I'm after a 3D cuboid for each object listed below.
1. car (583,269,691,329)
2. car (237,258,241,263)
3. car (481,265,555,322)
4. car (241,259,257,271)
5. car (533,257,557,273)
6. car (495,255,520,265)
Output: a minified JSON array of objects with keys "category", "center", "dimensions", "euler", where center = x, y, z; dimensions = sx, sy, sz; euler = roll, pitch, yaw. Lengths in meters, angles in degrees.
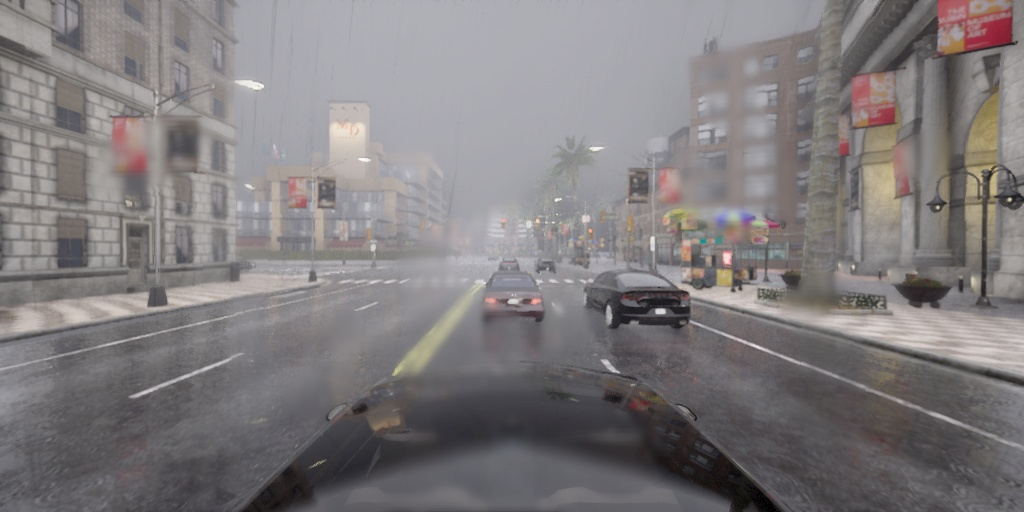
[{"category":"car","center":[3.475,1.123,10.876],"dimensions":[1.882,1.535,5.008],"euler":[0,1,0]},{"category":"car","center":[-28.716,0.936,33.680],"dimensions":[4.674,1.442,1.812],"euler":[0,1,-1]},{"category":"car","center":[-0.016,1.185,11.691],"dimensions":[2.033,1.411,5.357],"euler":[0,1,-2]},{"category":"car","center":[-29.201,0.863,37.178],"dimensions":[4.902,1.511,2.128],"euler":[0,1,-1]},{"category":"car","center":[3.231,0.879,35.162],"dimensions":[1.837,1.490,4.892],"euler":[0,1,-1]},{"category":"car","center":[-0.268,0.869,35.056],"dimensions":[2.128,1.511,4.902],"euler":[0,1,-1]}]
